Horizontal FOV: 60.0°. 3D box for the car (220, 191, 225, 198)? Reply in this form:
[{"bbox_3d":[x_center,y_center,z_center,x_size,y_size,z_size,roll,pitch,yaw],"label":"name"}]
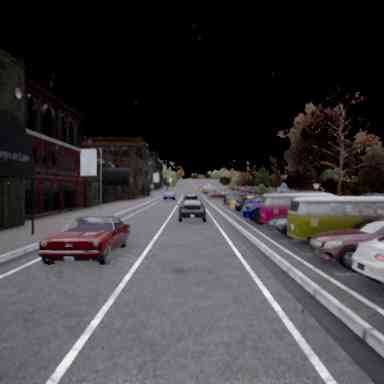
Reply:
[{"bbox_3d":[5.986,0.887,38.502,4.792,1.488,2.163,0,1,0],"label":"car"}]

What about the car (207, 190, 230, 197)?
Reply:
[{"bbox_3d":[5.585,0.362,70.039,4.674,1.452,2.002,0,1,0],"label":"car"}]

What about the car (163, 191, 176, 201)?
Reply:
[{"bbox_3d":[-3.651,0.613,54.461,1.882,1.535,5.008,0,1,0],"label":"car"}]

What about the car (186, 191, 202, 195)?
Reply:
[{"bbox_3d":[-0.120,0.905,41.195,2.128,1.511,4.902,0,1,0],"label":"car"}]

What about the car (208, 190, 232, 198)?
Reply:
[{"bbox_3d":[5.628,0.416,67.257,4.792,1.488,2.163,0,1,0],"label":"car"}]

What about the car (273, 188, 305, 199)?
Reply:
[{"bbox_3d":[18.723,0.198,64.541,5.566,2.045,2.435,0,1,0],"label":"car"}]

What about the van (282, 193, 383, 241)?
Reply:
[{"bbox_3d":[6.153,1.166,13.191,4.442,1.987,1.878,0,1,0],"label":"van"}]

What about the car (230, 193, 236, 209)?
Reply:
[{"bbox_3d":[5.987,1.097,27.200,5.008,1.535,2.097,0,1,0],"label":"car"}]

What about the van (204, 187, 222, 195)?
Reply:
[{"bbox_3d":[5.385,-0.226,83.944,4.442,1.987,1.878,0,1,0],"label":"van"}]

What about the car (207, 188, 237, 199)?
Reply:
[{"bbox_3d":[5.645,0.552,61.834,4.674,1.452,2.002,1,1,0],"label":"car"}]

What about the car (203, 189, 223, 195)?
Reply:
[{"bbox_3d":[5.479,-0.064,86.733,4.892,1.521,2.231,0,1,0],"label":"car"}]

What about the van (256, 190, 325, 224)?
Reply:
[{"bbox_3d":[6.136,1.052,18.721,4.442,1.987,1.878,0,1,0],"label":"van"}]

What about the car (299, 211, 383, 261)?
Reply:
[{"bbox_3d":[6.048,1.470,10.237,4.674,1.452,2.002,0,0,0],"label":"car"}]

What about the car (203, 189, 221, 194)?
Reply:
[{"bbox_3d":[5.459,-0.195,92.298,4.892,1.521,2.231,0,1,0],"label":"car"}]

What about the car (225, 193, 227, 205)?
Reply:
[{"bbox_3d":[5.977,1.017,32.851,4.674,1.452,2.002,0,1,0],"label":"car"}]

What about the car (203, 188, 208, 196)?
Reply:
[{"bbox_3d":[5.429,0.448,64.472,5.366,1.575,1.946,0,1,0],"label":"car"}]

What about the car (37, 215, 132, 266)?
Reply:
[{"bbox_3d":[-3.377,1.500,11.323,1.895,1.301,4.718,0,1,0],"label":"car"}]

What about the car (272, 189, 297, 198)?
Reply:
[{"bbox_3d":[18.709,0.256,67.453,4.553,1.767,2.185,0,1,0],"label":"car"}]

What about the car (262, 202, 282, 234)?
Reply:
[{"bbox_3d":[6.030,1.378,15.901,4.674,1.452,2.002,0,1,0],"label":"car"}]

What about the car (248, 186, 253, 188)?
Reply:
[{"bbox_3d":[18.564,-0.323,92.385,4.553,1.767,2.185,0,1,0],"label":"car"}]

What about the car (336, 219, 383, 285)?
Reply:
[{"bbox_3d":[6.052,1.485,7.402,4.674,1.452,2.002,0,0,0],"label":"car"}]

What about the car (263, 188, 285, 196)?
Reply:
[{"bbox_3d":[18.598,0.066,75.680,4.553,1.767,2.185,0,1,0],"label":"car"}]

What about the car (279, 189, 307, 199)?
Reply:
[{"bbox_3d":[18.680,0.388,61.759,4.553,1.767,2.185,0,1,0],"label":"car"}]

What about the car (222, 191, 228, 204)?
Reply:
[{"bbox_3d":[5.968,0.957,35.676,4.674,1.452,2.002,0,1,0],"label":"car"}]

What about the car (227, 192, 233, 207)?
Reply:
[{"bbox_3d":[6.169,1.034,30.026,5.366,1.575,1.946,0,1,0],"label":"car"}]

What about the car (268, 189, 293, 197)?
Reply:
[{"bbox_3d":[18.693,0.192,70.237,4.553,1.767,2.185,0,1,0],"label":"car"}]

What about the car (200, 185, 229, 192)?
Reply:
[{"bbox_3d":[5.489,-0.187,81.162,5.566,2.045,2.435,0,1,0],"label":"car"}]

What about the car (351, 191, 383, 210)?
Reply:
[{"bbox_3d":[18.522,0.850,32.923,4.553,1.767,2.185,0,1,0],"label":"car"}]

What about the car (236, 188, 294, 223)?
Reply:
[{"bbox_3d":[5.982,0.966,21.544,5.566,2.045,2.435,0,1,0],"label":"car"}]

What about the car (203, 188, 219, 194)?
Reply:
[{"bbox_3d":[5.405,-0.387,95.078,4.553,1.767,2.185,0,1,0],"label":"car"}]

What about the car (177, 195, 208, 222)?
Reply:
[{"bbox_3d":[0.013,1.228,23.672,1.837,1.490,4.892,0,1,0],"label":"car"}]

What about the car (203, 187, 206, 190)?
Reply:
[{"bbox_3d":[5.544,0.194,75.603,4.892,1.521,2.231,0,1,0],"label":"car"}]
